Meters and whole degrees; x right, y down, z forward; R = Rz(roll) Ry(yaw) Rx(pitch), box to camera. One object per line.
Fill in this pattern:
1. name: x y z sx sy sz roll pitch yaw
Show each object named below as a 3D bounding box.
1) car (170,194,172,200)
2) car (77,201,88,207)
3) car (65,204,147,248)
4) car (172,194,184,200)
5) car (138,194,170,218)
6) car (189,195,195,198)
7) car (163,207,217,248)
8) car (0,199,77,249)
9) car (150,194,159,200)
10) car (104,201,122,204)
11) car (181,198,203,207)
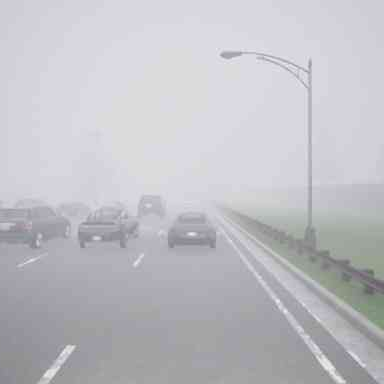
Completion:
1. car: -7.000 1.493 93.283 1.812 1.442 4.674 0 0 0
2. car: -10.500 1.514 29.650 1.837 1.490 4.892 0 0 0
3. car: -3.500 1.492 14.650 2.128 1.511 4.902 0 0 0
4. car: -3.500 1.422 89.952 2.033 1.411 5.357 0 0 0
5. car: -3.500 1.255 29.680 2.150 2.045 5.566 0 0 0
6. car: 0.000 1.446 93.283 1.882 1.535 5.008 0 0 0
7. car: 0.000 1.569 14.650 1.994 1.385 4.181 0 0 0
8. car: -7.000 1.363 14.620 2.097 1.767 4.553 0 0 0
9. car: -10.500 1.446 93.283 1.882 1.535 5.008 0 0 0
10. car: -7.000 1.530 29.650 1.812 1.442 4.674 0 0 0
11. car: 0.000 1.530 29.650 1.812 1.442 4.674 0 0 0
